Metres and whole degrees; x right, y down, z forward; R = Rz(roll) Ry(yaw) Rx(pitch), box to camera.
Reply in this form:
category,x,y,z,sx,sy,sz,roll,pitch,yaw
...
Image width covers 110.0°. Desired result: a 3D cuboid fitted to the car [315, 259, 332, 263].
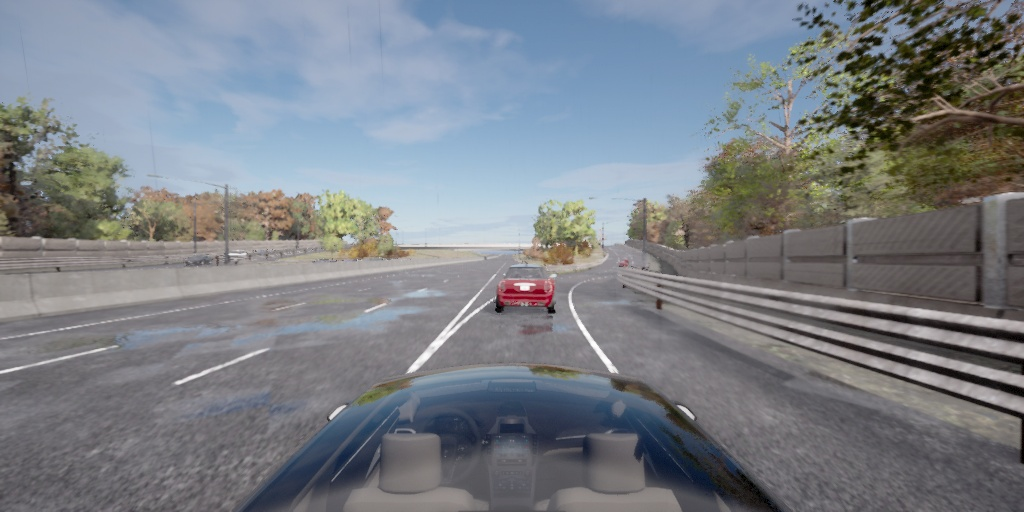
category,x,y,z,sx,sy,sz,roll,pitch,yaw
car,-28.110,1.250,53.654,2.128,1.511,4.902,0,0,1

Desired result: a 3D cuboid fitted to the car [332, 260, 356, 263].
category,x,y,z,sx,sy,sz,roll,pitch,yaw
car,-24.596,1.307,54.422,2.033,1.411,5.357,0,0,1

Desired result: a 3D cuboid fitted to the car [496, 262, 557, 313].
category,x,y,z,sx,sy,sz,roll,pitch,yaw
car,0.690,1.107,14.319,2.097,1.767,4.553,0,0,7

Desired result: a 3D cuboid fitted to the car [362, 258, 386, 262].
category,x,y,z,sx,sy,sz,roll,pitch,yaw
car,-21.109,1.113,54.638,2.097,1.767,4.553,0,0,1
